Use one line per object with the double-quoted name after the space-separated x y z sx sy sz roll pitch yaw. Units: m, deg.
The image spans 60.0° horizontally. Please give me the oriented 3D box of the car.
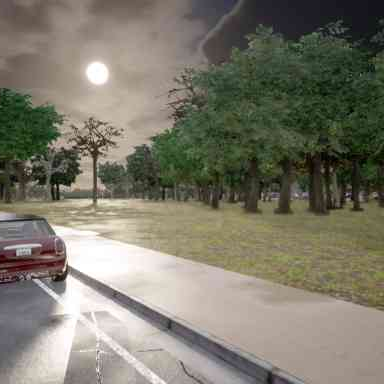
-5.045 1.353 9.053 2.097 1.767 4.553 0 0 -38 "car"
